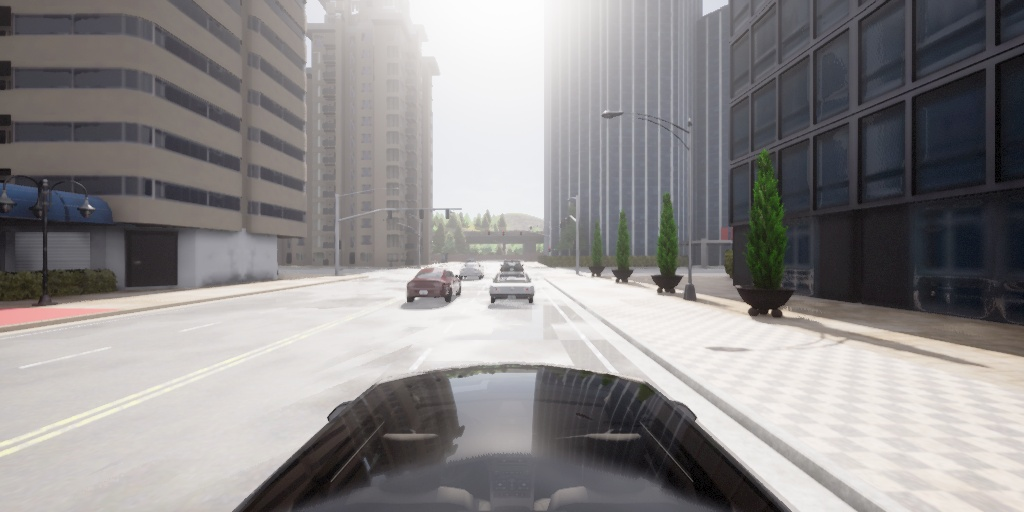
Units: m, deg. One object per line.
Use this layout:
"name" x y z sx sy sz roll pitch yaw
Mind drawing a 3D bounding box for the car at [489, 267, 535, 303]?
"car" 0.000 1.364 16.530 1.895 1.301 4.718 0 0 0

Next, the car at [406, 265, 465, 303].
"car" -3.500 1.281 16.500 1.812 1.442 4.674 0 0 0

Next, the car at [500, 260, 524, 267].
"car" 0.000 1.114 31.470 2.097 1.767 4.553 0 0 0

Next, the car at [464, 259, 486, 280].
"car" -3.500 1.281 31.500 1.812 1.442 4.674 0 0 0
